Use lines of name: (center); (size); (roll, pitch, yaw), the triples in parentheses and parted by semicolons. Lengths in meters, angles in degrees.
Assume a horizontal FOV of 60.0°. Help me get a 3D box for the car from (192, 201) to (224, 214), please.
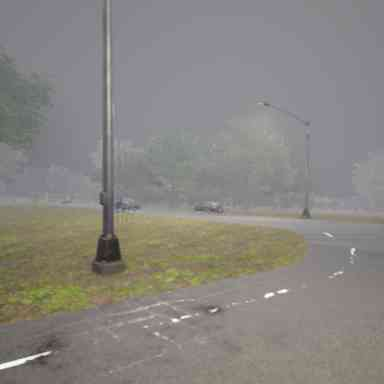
car: (1.880, 1.847, 39.232); (1.812, 1.442, 4.674); (4, -3, -35)

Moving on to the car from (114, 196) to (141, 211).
car: (-8.106, 1.387, 41.347); (2.097, 1.767, 4.553); (4, -3, -35)

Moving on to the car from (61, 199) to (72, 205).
car: (-27.380, 2.133, 72.409); (1.895, 1.301, 4.718); (3, -3, -27)
